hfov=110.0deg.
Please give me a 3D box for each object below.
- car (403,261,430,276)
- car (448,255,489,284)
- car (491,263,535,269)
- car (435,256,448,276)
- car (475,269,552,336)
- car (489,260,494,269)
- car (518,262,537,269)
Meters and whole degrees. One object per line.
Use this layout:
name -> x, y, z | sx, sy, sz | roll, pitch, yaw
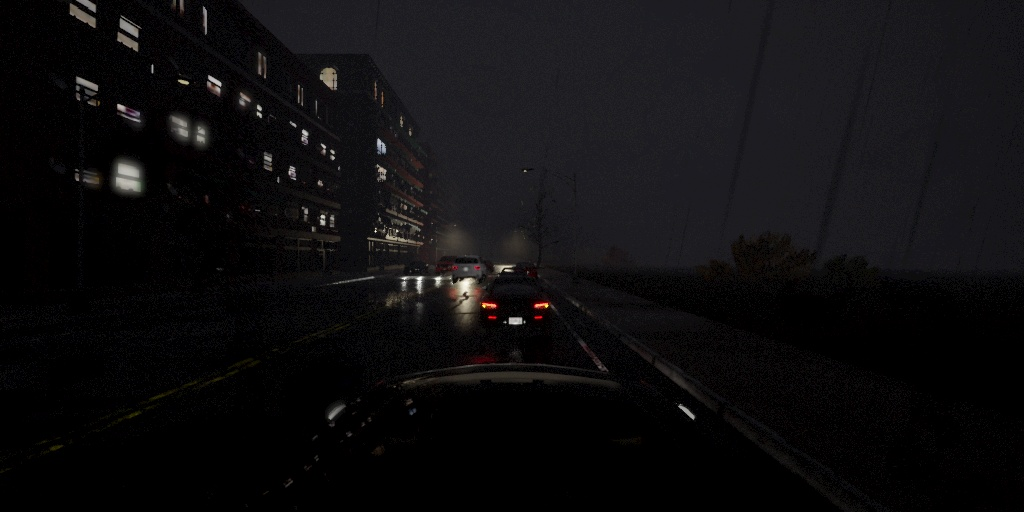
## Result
car -> -9.926, 1.258, 37.464 | 1.837, 1.490, 4.892 | 0, 0, 0
car -> -3.202, 0.974, 27.536 | 2.150, 2.045, 5.566 | 0, 0, 0
car -> 0.062, 1.317, 20.434 | 1.994, 1.385, 4.181 | 0, 0, 0
car -> -6.676, 0.975, 38.302 | 2.150, 2.045, 5.566 | 0, 0, 0
car -> 0.074, 1.277, 10.267 | 1.812, 1.442, 4.674 | 0, 0, 0
car -> -3.237, 1.231, 44.226 | 1.882, 1.535, 5.008 | 0, 0, 0
car -> 1.079, 1.231, 29.962 | 1.882, 1.535, 5.008 | 0, 0, 0
